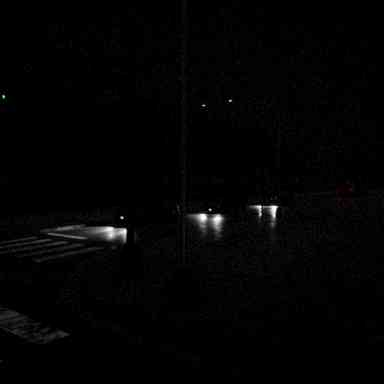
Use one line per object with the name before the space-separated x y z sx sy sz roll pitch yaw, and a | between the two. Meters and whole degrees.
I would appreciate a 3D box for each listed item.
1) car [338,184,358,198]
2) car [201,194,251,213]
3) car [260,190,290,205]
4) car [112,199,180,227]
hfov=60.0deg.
car | 24.365 -0.218 51.969 2.150 2.045 5.566 0 2 35
car | 2.866 0.860 26.746 2.033 1.411 5.357 0 2 35
car | 8.871 0.559 35.210 1.837 1.490 4.892 0 2 35
car | -2.544 1.119 19.112 1.994 1.385 4.181 0 2 35
